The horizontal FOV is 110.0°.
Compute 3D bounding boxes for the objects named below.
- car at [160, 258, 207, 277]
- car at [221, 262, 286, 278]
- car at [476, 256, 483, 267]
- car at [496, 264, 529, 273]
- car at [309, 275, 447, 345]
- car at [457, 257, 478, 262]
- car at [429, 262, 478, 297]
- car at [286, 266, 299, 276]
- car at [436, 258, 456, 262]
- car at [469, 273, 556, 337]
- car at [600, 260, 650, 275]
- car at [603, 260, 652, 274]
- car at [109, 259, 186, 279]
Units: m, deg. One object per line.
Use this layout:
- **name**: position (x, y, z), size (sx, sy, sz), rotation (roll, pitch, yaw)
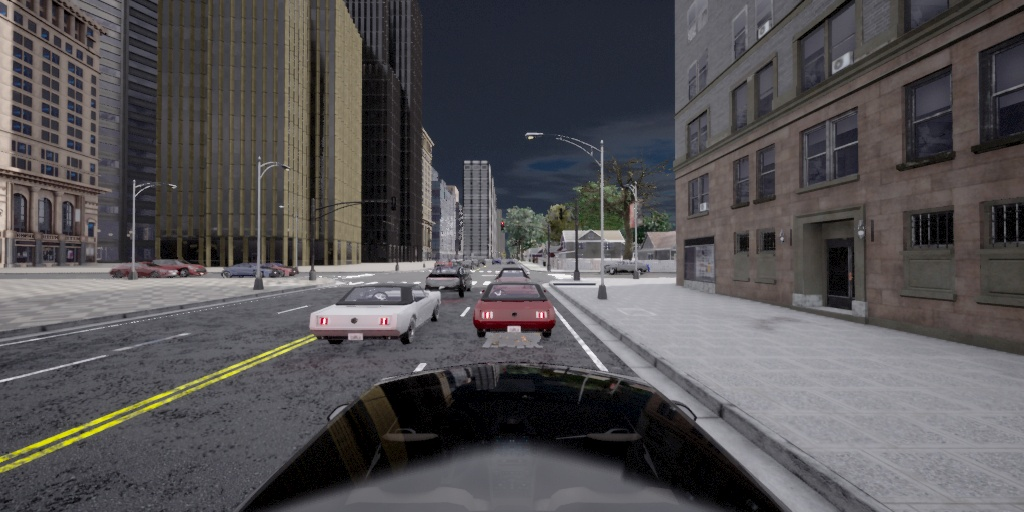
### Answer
- **car**: position (-31.534, 1.092, 33.722), size (4.553, 1.767, 2.097), rotation (0, -1, -5)
- **car**: position (-22.543, 1.271, 31.024), size (4.181, 1.385, 1.994), rotation (0, -1, -3)
- **car**: position (-6.777, 1.257, 64.627), size (1.837, 1.490, 4.892), rotation (0, 0, 0)
- **car**: position (0.038, 1.316, 18.981), size (1.994, 1.385, 4.181), rotation (0, 0, 0)
- **car**: position (-3.181, 1.352, 9.502), size (1.895, 1.301, 4.718), rotation (0, 0, 0)
- **car**: position (-6.770, 1.257, 54.488), size (1.837, 1.490, 4.892), rotation (0, 0, 0)
- **car**: position (-3.209, 1.243, 18.756), size (2.128, 1.511, 4.902), rotation (0, 0, 0)
- **car**: position (-22.831, 1.304, 34.265), size (4.181, 1.385, 1.994), rotation (0, -1, -3)
- **car**: position (-10.018, 1.105, 52.660), size (2.097, 1.767, 4.553), rotation (0, 0, 0)
- **car**: position (0.052, 1.350, 10.224), size (1.895, 1.301, 4.718), rotation (0, 0, 0)
- **car**: position (11.839, 1.263, 38.034), size (4.902, 1.511, 2.128), rotation (0, -1, 0)
- **car**: position (13.231, 1.282, 41.281), size (5.008, 1.535, 1.882), rotation (0, -1, 0)
- **car**: position (-31.215, 1.233, 30.490), size (4.674, 1.442, 1.812), rotation (0, -1, -4)
